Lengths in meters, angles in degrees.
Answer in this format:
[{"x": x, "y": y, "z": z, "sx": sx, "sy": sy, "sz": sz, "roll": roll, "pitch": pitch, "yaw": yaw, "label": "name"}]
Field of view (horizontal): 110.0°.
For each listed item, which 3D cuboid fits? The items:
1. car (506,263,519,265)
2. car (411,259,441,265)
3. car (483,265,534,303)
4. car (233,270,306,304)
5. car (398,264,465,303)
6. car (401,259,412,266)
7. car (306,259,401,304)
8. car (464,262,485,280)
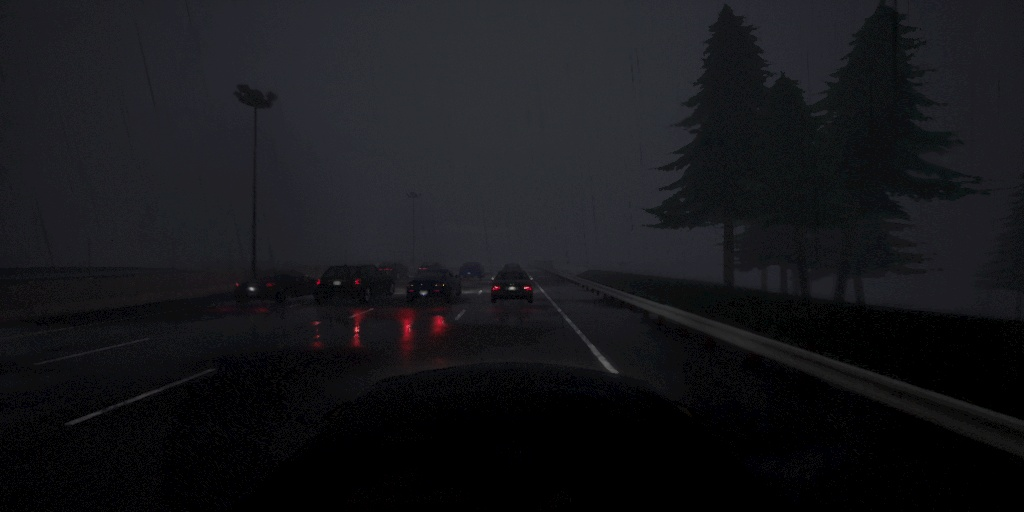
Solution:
[{"x": 0.034, "y": 1.327, "z": 31.461, "sx": 1.994, "sy": 1.385, "sz": 4.181, "roll": 0, "pitch": 0, "yaw": 0, "label": "car"}, {"x": -6.966, "y": 1.250, "z": 31.481, "sx": 2.128, "sy": 1.511, "sz": 4.902, "roll": 0, "pitch": 0, "yaw": 0, "label": "car"}, {"x": 0.000, "y": 1.314, "z": 16.502, "sx": 2.033, "sy": 1.411, "sz": 5.357, "roll": 0, "pitch": 0, "yaw": 0, "label": "car"}, {"x": -10.500, "y": 1.323, "z": 16.502, "sx": 1.994, "sy": 1.385, "sz": 4.181, "roll": 0, "pitch": 0, "yaw": 0, "label": "car"}, {"x": -3.500, "y": 1.284, "z": 16.502, "sx": 1.812, "sy": 1.442, "sz": 4.674, "roll": 0, "pitch": 0, "yaw": 0, "label": "car"}, {"x": -10.466, "y": 1.271, "z": 31.490, "sx": 1.837, "sy": 1.490, "sz": 4.892, "roll": 0, "pitch": 0, "yaw": 0, "label": "car"}, {"x": -7.000, "y": 1.117, "z": 16.472, "sx": 2.097, "sy": 1.767, "sz": 4.553, "roll": 0, "pitch": 0, "yaw": 0, "label": "car"}, {"x": -3.466, "y": 1.240, "z": 31.471, "sx": 1.882, "sy": 1.535, "sz": 5.008, "roll": 0, "pitch": 0, "yaw": 0, "label": "car"}]
